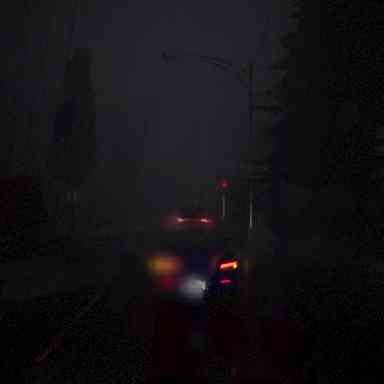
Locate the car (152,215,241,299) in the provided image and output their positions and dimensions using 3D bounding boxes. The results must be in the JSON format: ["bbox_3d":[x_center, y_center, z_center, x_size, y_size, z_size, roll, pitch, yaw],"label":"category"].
[{"bbox_3d":[0.095,1.526,8.300,1.812,1.442,4.674,0,0,0],"label":"car"}]

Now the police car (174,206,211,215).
[{"bbox_3d":[0.017,1.504,17.619,2.038,1.542,4.974,0,0,0],"label":"police car"}]
